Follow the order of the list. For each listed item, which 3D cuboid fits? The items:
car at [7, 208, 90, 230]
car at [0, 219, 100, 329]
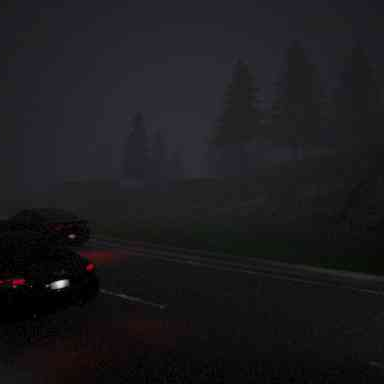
[{"bbox_3d":[-6.010,1.366,13.228,5.008,1.535,1.882,1,1,42],"label":"car"},{"bbox_3d":[-3.787,1.502,6.818,4.181,1.385,1.994,1,0,38],"label":"car"}]
